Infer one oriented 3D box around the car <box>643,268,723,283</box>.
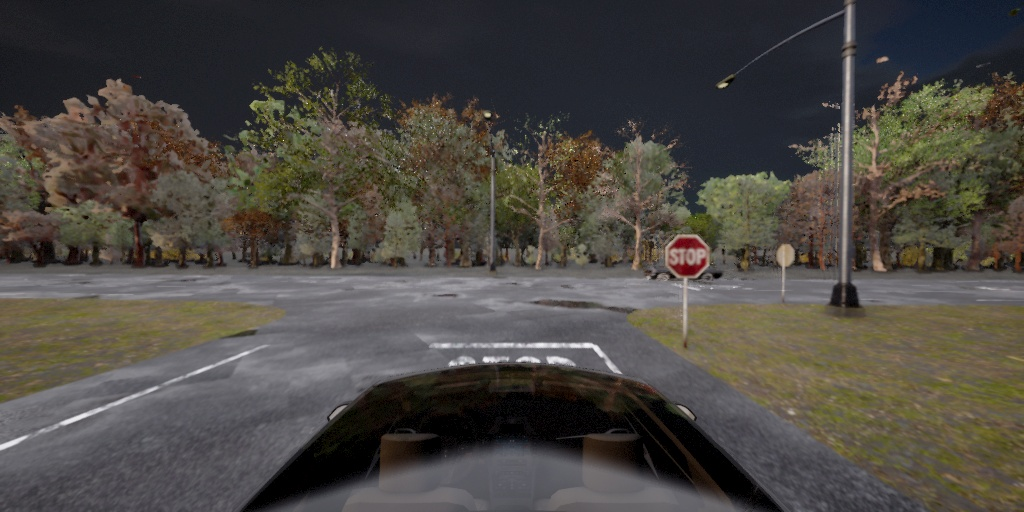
[{"bbox_3d":[11.467,1.113,24.322,4.718,1.301,1.895,0,1,0],"label":"car"}]
